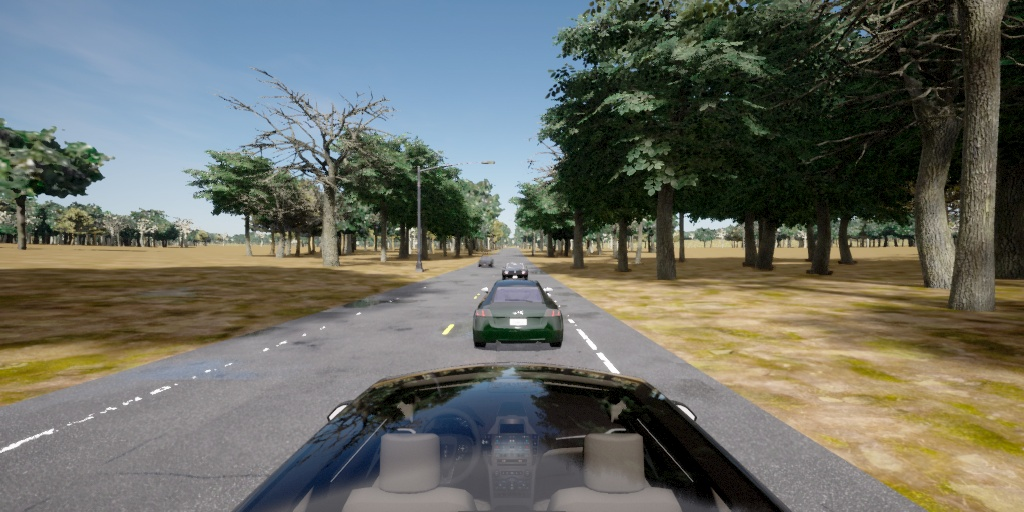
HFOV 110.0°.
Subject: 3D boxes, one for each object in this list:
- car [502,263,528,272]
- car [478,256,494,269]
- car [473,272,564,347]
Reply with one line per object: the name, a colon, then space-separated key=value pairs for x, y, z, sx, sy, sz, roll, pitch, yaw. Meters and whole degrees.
car: x=0.225 y=1.159 z=27.173 sx=1.895 sy=1.301 sz=4.718 roll=0 pitch=1 yaw=0
car: x=-3.363 y=0.790 z=46.798 sx=1.882 sy=1.535 sz=5.008 roll=0 pitch=1 yaw=0
car: x=0.135 y=1.293 z=9.248 sx=1.994 sy=1.385 sz=4.181 roll=0 pitch=0 yaw=0
